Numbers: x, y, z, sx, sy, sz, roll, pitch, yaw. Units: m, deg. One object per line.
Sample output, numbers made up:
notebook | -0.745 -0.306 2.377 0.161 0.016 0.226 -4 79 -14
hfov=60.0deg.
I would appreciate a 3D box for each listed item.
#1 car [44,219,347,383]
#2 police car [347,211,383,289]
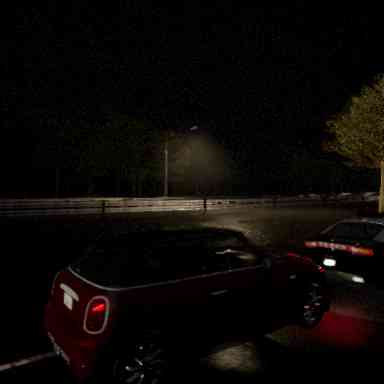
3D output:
car | 0.201 1.332 5.333 4.553 1.767 2.097 -1 0 -36
police car | 5.159 1.343 8.955 5.238 1.638 1.930 -1 0 -36
